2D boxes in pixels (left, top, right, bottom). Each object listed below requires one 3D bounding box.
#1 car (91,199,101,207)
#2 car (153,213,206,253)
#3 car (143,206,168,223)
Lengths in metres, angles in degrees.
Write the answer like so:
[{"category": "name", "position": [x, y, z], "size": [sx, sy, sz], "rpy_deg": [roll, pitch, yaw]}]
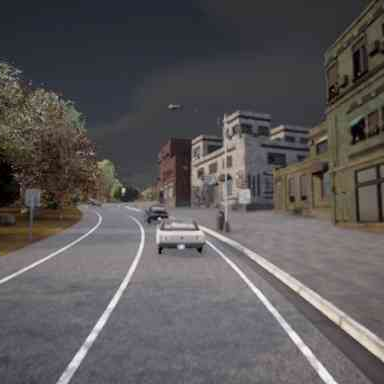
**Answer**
[{"category": "car", "position": [-18.434, 2.152, 63.818], "size": [1.837, 1.490, 4.892], "rpy_deg": [2, -1, -19]}, {"category": "car", "position": [-0.646, 1.835, 14.861], "size": [1.895, 1.301, 4.718], "rpy_deg": [1, -1, -6]}, {"category": "car", "position": [-3.273, 1.993, 30.074], "size": [1.837, 1.490, 4.892], "rpy_deg": [2, -1, -14]}]
